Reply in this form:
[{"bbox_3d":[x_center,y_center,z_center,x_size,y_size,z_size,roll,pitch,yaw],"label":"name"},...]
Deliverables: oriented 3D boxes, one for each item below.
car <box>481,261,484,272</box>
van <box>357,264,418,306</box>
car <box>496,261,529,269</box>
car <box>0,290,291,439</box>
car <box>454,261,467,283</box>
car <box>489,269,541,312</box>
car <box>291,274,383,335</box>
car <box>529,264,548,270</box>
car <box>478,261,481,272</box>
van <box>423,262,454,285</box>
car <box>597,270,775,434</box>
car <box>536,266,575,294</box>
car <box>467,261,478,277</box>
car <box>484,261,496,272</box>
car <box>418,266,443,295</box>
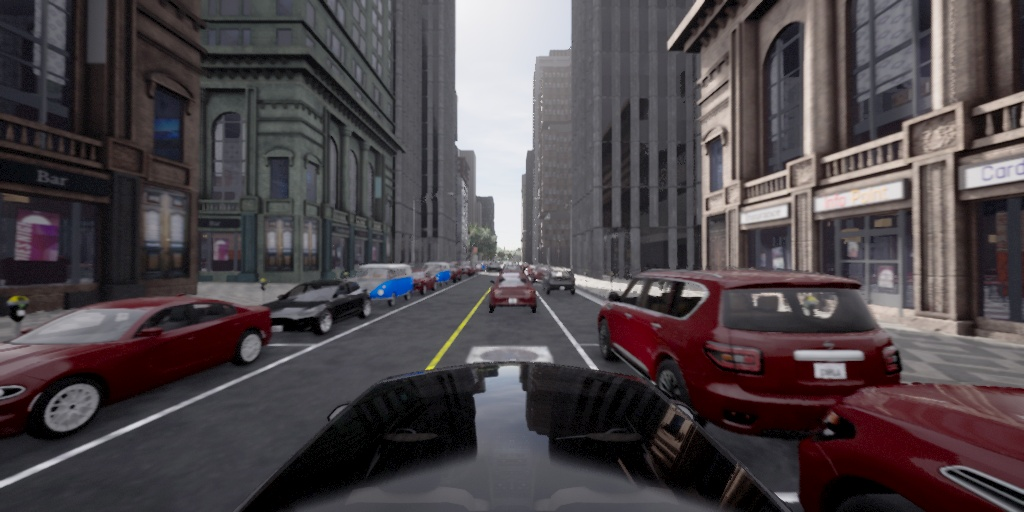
[{"bbox_3d":[-5.776,2.025,59.888,1.802,1.307,4.207,0,0,0],"label":"car"},{"bbox_3d":[-5.766,1.259,16.365,1.690,1.789,3.998,0,0,0],"label":"van"},{"bbox_3d":[0.039,1.417,29.119,2.097,1.767,4.553,0,-1,0],"label":"car"},{"bbox_3d":[-5.763,1.338,5.483,1.888,1.381,4.507,0,0,0],"label":"car"},{"bbox_3d":[-5.770,1.421,32.688,2.192,1.841,5.009,0,0,0],"label":"car"},{"bbox_3d":[0.048,1.427,14.900,1.812,1.442,4.674,0,0,0],"label":"car"},{"bbox_3d":[-5.764,1.421,10.924,1.948,1.339,4.313,0,0,0],"label":"car"},{"bbox_3d":[2.756,1.547,32.695,1.967,1.591,4.097,0,0,0],"label":"car"},{"bbox_3d":[-5.773,1.738,49.010,1.967,1.591,4.097,0,0,0],"label":"car"},{"bbox_3d":[-5.768,1.384,27.247,1.690,1.789,3.998,0,0,0],"label":"van"},{"bbox_3d":[2.762,1.108,5.494,2.192,1.841,5.009,0,0,0],"label":"car"},{"bbox_3d":[2.759,1.532,21.815,2.007,1.370,4.403,0,0,0],"label":"car"},{"bbox_3d":[-5.772,1.547,43.569,2.192,1.841,5.009,0,0,0],"label":"car"},{"bbox_3d":[-3.068,1.790,59.496,2.097,1.767,4.553,0,-1,0],"label":"car"},{"bbox_3d":[-5.767,1.526,21.806,1.888,1.381,4.507,0,0,0],"label":"car"}]
